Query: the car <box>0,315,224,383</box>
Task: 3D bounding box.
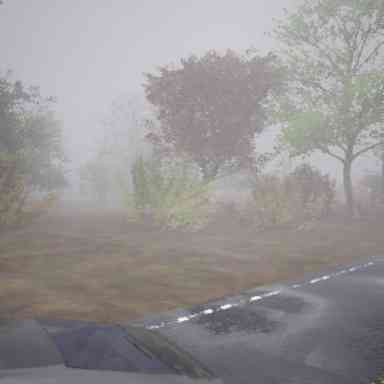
[{"bbox_3d":[-1.696,1.571,1.749,4.181,1.385,1.994,0,0,-36],"label":"car"}]
